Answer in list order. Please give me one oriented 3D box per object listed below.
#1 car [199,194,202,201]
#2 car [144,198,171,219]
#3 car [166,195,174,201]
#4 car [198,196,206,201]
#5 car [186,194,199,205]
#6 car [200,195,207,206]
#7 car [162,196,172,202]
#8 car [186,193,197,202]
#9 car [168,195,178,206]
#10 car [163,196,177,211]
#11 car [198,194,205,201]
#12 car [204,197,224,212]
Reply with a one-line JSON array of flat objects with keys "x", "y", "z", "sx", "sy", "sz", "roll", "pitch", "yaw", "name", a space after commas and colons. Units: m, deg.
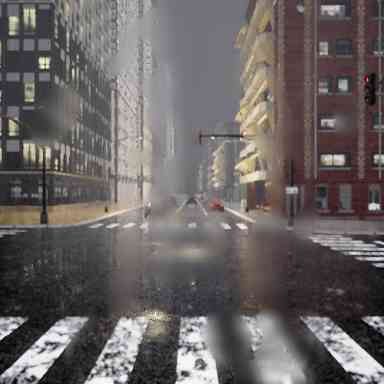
[{"x": 2.591, "y": 1.549, "z": 55.953, "sx": 2.008, "sy": 1.369, "sz": 4.403, "roll": 0, "pitch": 0, "yaw": 0, "name": "car"}, {"x": -3.172, "y": 1.541, "z": 29.645, "sx": 2.033, "sy": 1.411, "sz": 5.357, "roll": 0, "pitch": 0, "yaw": -4, "name": "car"}, {"x": -5.851, "y": 1.561, "z": 89.830, "sx": 1.887, "sy": 1.381, "sz": 4.507, "roll": 0, "pitch": 0, "yaw": 0, "name": "car"}, {"x": 2.539, "y": 1.594, "z": 84.197, "sx": 1.802, "sy": 1.307, "sz": 4.206, "roll": 0, "pitch": 0, "yaw": 0, "name": "car"}, {"x": -0.107, "y": 1.525, "z": 59.982, "sx": 1.812, "sy": 1.442, "sz": 4.674, "roll": 0, "pitch": 0, "yaw": 0, "name": "car"}, {"x": 2.601, "y": 1.548, "z": 50.305, "sx": 2.008, "sy": 1.369, "sz": 4.403, "roll": 0, "pitch": 0, "yaw": 0, "name": "car"}, {"x": -5.831, "y": 1.559, "z": 78.532, "sx": 2.008, "sy": 1.369, "sz": 4.403, "roll": 0, "pitch": 0, "yaw": 0, "name": "car"}, {"x": -0.125, "y": 1.191, "z": 69.954, "sx": 2.097, "sy": 1.767, "sz": 4.553, "roll": 0, "pitch": 0, "yaw": 0, "name": "car"}, {"x": -3.144, "y": 1.502, "z": 50.079, "sx": 1.837, "sy": 1.490, "sz": 4.892, "roll": 0, "pitch": 0, "yaw": 0, "name": "car"}, {"x": -3.154, "y": 1.559, "z": 39.664, "sx": 1.994, "sy": 1.385, "sz": 4.181, "roll": 0, "pitch": 0, "yaw": 1, "name": "car"}, {"x": 2.529, "y": 1.456, "z": 89.845, "sx": 1.967, "sy": 1.590, "sz": 4.097, "roll": 0, "pitch": 0, "yaw": 0, "name": "car"}, {"x": 2.674, "y": 1.576, "z": 37.388, "sx": 1.802, "sy": 1.307, "sz": 4.206, "roll": 0, "pitch": 0, "yaw": 0, "name": "car"}]
